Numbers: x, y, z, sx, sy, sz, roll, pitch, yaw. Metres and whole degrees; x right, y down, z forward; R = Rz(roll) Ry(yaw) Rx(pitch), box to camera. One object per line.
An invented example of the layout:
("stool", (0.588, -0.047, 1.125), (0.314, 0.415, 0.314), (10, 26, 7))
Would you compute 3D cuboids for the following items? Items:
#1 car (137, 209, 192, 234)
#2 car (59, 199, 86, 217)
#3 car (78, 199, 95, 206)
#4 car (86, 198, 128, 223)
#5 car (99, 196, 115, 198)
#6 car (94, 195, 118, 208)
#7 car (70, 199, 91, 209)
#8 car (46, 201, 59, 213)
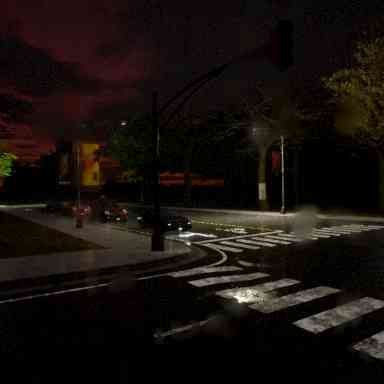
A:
("car", (-2.002, 1.819, 22.046), (2.033, 1.411, 5.357), (-1, 0, -29))
("car", (-13.110, 1.812, 37.817), (2.097, 1.767, 4.553), (-1, 0, -35))
("car", (-21.172, 2.100, 66.661), (1.994, 1.385, 4.181), (-1, 0, -35))
("car", (-7.500, 1.717, 29.798), (2.097, 1.767, 4.553), (-1, 0, -35))
("car", (-13.811, 1.782, 50.373), (2.097, 1.767, 4.553), (-1, 0, -35))
("car", (-15.054, 1.653, 57.916), (2.150, 2.045, 5.566), (-1, 0, -35))
("car", (-19.674, 2.079, 58.683), (2.033, 1.411, 5.357), (-1, 0, -35))
("car", (-18.867, 2.035, 46.121), (1.882, 1.535, 5.008), (-1, 0, -35))
